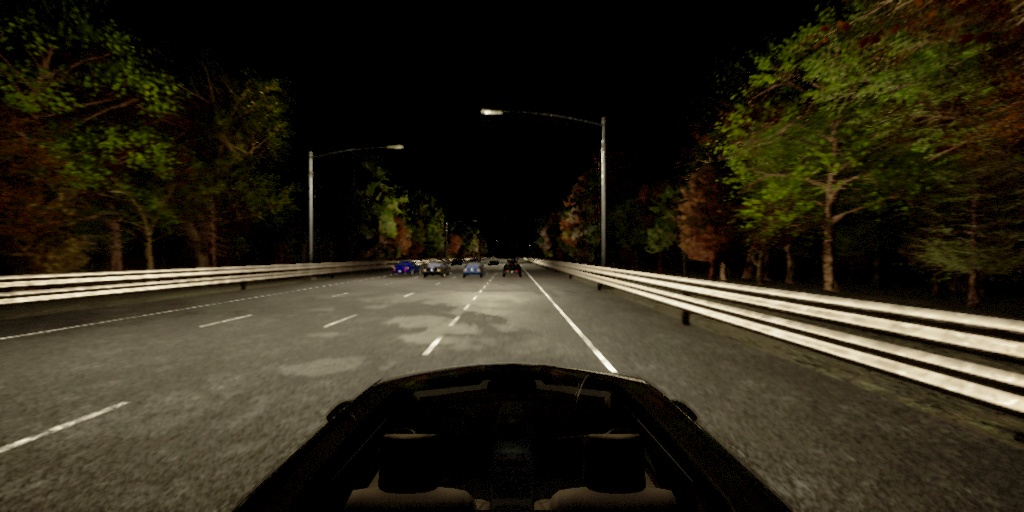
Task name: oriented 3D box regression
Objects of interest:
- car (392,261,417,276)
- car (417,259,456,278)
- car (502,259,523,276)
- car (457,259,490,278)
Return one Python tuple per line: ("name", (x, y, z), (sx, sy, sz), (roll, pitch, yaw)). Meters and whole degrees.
("car", (-10.468, 1.232, 35.791), (1.812, 1.442, 4.674), (0, 0, 1))
("car", (-6.986, 1.257, 33.796), (2.033, 1.411, 5.357), (0, 0, 0))
("car", (0.035, 1.212, 35.767), (1.837, 1.490, 4.892), (0, 0, 1))
("car", (-3.486, 1.256, 33.798), (2.033, 1.411, 5.357), (0, 0, 0))
